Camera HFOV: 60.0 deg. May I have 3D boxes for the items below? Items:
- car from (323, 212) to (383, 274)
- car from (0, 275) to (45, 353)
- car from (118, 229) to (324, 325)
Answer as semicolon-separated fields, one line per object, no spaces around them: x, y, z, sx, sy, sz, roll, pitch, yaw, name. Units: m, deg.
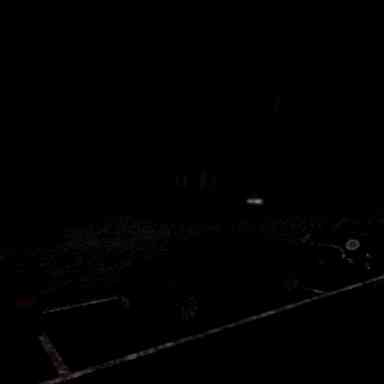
5.196;1.397;10.364;4.097;1.590;1.967;0;0;-36;car
-3.978;1.588;3.813;4.206;1.307;1.802;0;0;-36;car
0.609;1.547;7.089;4.313;1.339;1.947;0;0;-36;car
